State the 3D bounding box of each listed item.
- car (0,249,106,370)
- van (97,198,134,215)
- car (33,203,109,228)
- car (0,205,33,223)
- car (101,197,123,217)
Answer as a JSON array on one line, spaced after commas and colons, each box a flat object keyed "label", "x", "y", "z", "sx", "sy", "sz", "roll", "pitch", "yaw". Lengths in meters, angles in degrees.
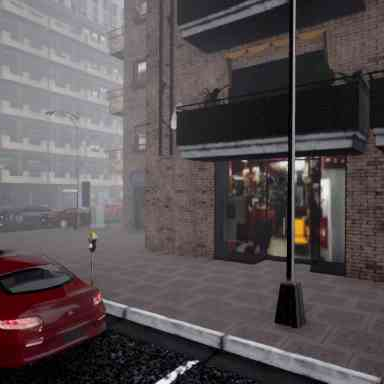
[{"label": "car", "x": -3.119, "y": 1.582, "z": 5.230, "sx": 4.206, "sy": 1.307, "sz": 1.802, "roll": 0, "pitch": 0, "yaw": 36}, {"label": "van", "x": -8.664, "y": 1.606, "z": 37.847, "sx": 1.690, "sy": 1.788, "sz": 3.998, "roll": 0, "pitch": -1, "yaw": 36}, {"label": "car", "x": -8.492, "y": 1.756, "z": 23.728, "sx": 1.887, "sy": 1.381, "sz": 4.507, "roll": 0, "pitch": -1, "yaw": 36}, {"label": "car", "x": -13.274, "y": 1.727, "z": 27.006, "sx": 1.994, "sy": 1.385, "sz": 4.181, "roll": 1, "pitch": 0, "yaw": 36}, {"label": "car", "x": -7.018, "y": 1.499, "z": 35.716, "sx": 2.150, "sy": 2.045, "sz": 5.566, "roll": 1, "pitch": 0, "yaw": 36}]
